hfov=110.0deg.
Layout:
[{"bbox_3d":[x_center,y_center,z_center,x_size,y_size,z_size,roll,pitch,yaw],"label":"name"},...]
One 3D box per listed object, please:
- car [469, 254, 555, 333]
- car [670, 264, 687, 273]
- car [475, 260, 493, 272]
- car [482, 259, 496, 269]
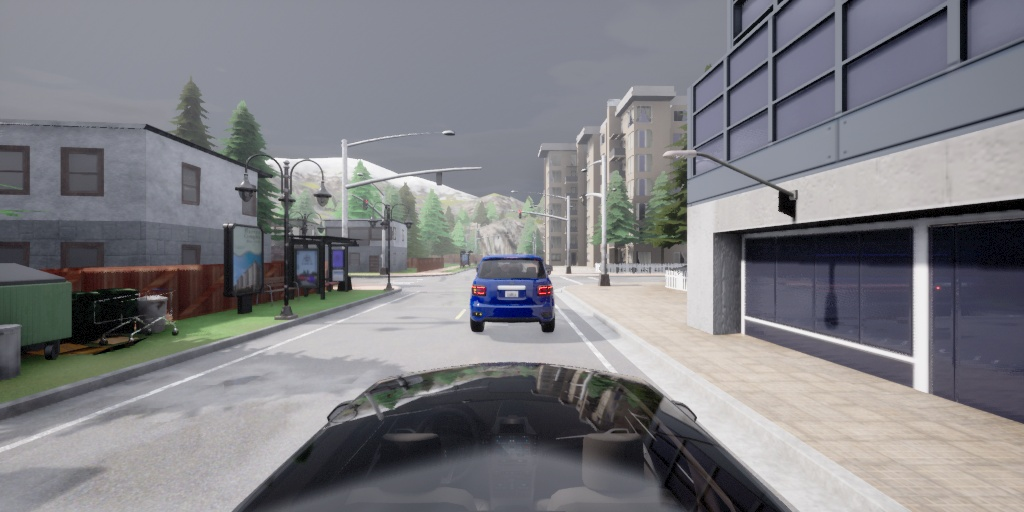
[{"bbox_3d":[0.050,0.971,10.939,2.150,2.045,5.566,0,0,1],"label":"car"},{"bbox_3d":[16.500,1.270,31.858,4.892,1.490,1.837,0,0,-2],"label":"car"},{"bbox_3d":[-3.599,1.297,47.279,2.033,1.411,5.357,0,0,0],"label":"car"},{"bbox_3d":[-3.593,1.227,57.198,1.882,1.535,5.008,0,0,0],"label":"car"}]
